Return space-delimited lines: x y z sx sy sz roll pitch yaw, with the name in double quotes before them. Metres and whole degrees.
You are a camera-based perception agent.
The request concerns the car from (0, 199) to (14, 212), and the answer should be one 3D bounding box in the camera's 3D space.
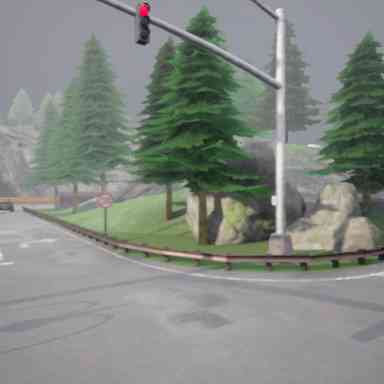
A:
"car" -22.126 1.572 39.129 2.128 1.511 4.902 0 0 -33
